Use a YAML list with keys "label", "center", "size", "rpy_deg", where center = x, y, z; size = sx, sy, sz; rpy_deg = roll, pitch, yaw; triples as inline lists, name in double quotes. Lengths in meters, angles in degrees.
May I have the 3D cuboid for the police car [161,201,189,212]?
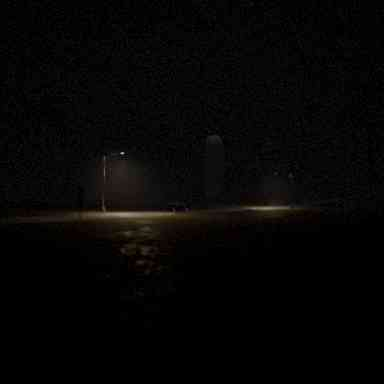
- label: "police car"
  center: [-2.468, 2.091, 49.233]
  size: [1.930, 1.638, 5.238]
  rpy_deg: [1, -1, 36]
